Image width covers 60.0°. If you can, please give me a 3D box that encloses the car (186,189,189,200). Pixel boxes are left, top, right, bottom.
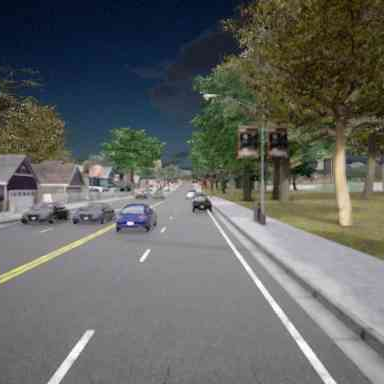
[{"bbox_3d":[-0.006,0.474,66.424,2.150,2.045,5.566,0,0,0],"label":"car"}]

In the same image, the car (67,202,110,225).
[{"bbox_3d":[-6.600,1.407,22.673,1.994,1.385,4.181,0,1,0],"label":"car"}]

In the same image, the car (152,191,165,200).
[{"bbox_3d":[-6.521,0.616,64.616,2.097,1.767,4.553,0,0,0],"label":"car"}]

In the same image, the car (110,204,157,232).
[{"bbox_3d":[-3.150,1.412,19.258,1.812,1.442,4.674,0,1,0],"label":"car"}]

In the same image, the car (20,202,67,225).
[{"bbox_3d":[-9.849,1.407,22.654,1.994,1.385,4.181,0,1,0],"label":"car"}]

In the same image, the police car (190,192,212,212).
[{"bbox_3d":[0.972,1.102,33.171,1.930,1.638,5.238,0,1,0],"label":"police car"}]

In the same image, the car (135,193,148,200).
[{"bbox_3d":[-9.761,0.811,64.473,2.033,1.411,5.357,0,0,0],"label":"car"}]

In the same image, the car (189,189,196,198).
[{"bbox_3d":[0.970,0.778,49.031,2.097,1.767,4.553,0,1,0],"label":"car"}]
